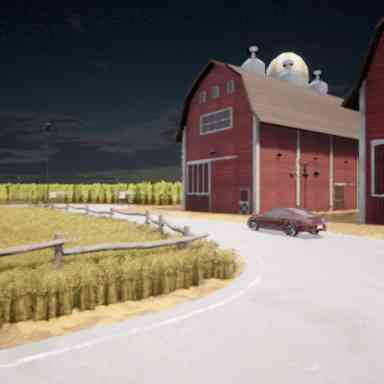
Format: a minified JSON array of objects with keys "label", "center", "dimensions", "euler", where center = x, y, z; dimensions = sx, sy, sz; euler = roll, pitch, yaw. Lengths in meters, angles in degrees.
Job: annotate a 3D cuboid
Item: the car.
[{"label":"car","center":[5.049,1.536,18.146],"dimensions":[1.812,1.442,4.674],"euler":[1,0,-31]}]
